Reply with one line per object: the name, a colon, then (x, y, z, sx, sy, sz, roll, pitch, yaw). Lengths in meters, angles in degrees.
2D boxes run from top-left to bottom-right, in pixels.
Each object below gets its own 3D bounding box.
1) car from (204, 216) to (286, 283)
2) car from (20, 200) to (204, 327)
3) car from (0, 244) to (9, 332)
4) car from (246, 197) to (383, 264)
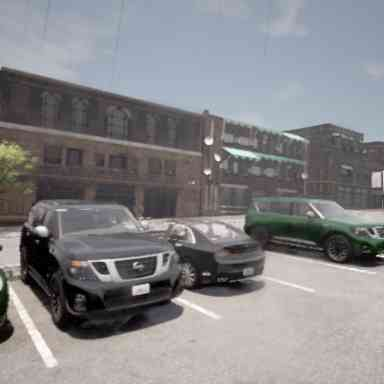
car: (-0.157, 1.479, 9.271, 2.231, 1.521, 4.892, 0, 0, -36)
car: (-2.428, 1.227, 7.624, 2.435, 2.045, 5.566, 0, 0, -36)
car: (-4.742, 1.354, 6.046, 2.185, 1.767, 4.553, 0, 0, -36)
car: (4.421, 1.239, 12.506, 2.435, 2.045, 5.566, 0, 0, -35)
